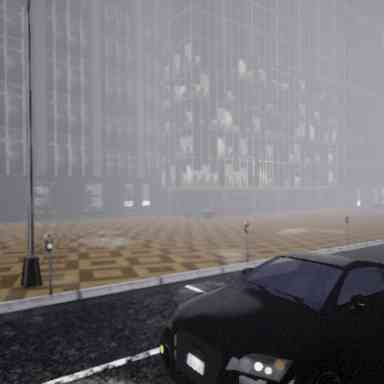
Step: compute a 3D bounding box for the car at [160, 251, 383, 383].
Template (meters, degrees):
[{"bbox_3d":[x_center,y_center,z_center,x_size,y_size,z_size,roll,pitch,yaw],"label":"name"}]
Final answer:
[{"bbox_3d":[1.667,1.585,4.562,4.181,1.385,1.994,0,0,-35],"label":"car"}]
